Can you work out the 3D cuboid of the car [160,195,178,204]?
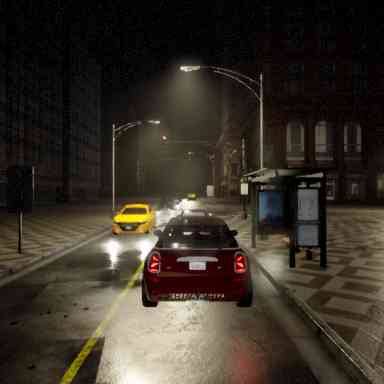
[{"bbox_3d":[-3.119,1.453,41.011,1.837,1.490,4.892,0,0,0],"label":"car"}]

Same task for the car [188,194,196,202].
[{"bbox_3d":[-0.039,1.439,74.360,1.895,1.301,4.718,0,0,0],"label":"car"}]

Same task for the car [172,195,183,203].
[{"bbox_3d":[-3.035,1.415,69.556,2.033,1.411,5.357,0,0,0],"label":"car"}]

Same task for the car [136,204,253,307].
[{"bbox_3d":[0.096,1.352,8.126,2.097,1.767,4.553,0,0,0],"label":"car"}]

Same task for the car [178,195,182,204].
[{"bbox_3d":[-3.113,1.509,56.803,1.895,1.301,4.718,0,0,0],"label":"car"}]

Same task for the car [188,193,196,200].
[{"bbox_3d":[-0.044,1.124,84.335,1.882,1.535,5.008,0,0,0],"label":"car"}]

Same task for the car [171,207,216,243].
[{"bbox_3d":[0.087,1.558,16.769,1.994,1.385,4.181,0,0,1],"label":"car"}]

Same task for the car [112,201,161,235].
[{"bbox_3d":[-3.109,1.469,18.768,1.882,1.535,5.008,0,0,0],"label":"car"}]
